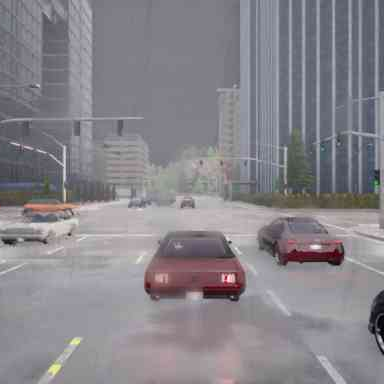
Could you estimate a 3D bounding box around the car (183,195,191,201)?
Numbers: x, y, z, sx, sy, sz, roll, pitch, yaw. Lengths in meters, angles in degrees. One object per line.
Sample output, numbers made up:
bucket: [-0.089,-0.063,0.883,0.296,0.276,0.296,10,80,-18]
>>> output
car: [-1.300,1.553,88.541,1.994,1.385,4.181,0,0,-1]

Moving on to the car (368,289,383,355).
car: [3.608,1.564,3.216,1.994,1.385,4.181,0,0,-1]

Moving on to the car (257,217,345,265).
car: [3.576,1.564,11.627,1.994,1.385,4.181,0,0,0]

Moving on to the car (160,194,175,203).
car: [-4.468,1.505,61.386,1.837,1.490,4.892,0,0,-1]

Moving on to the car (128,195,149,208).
car: [-7.796,1.526,47.443,1.812,1.442,4.674,0,0,1]

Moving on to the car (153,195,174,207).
car: [-4.353,1.547,51.544,2.033,1.411,5.357,0,0,-1]

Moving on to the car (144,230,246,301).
car: [0.070,1.601,8.268,1.895,1.301,4.718,0,0,0]

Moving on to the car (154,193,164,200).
car: [-8.218,1.093,82.885,1.882,1.535,5.008,0,0,-1]

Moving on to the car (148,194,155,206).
car: [-7.914,1.505,56.697,1.837,1.490,4.892,0,0,-1]

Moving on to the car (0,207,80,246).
car: [-6.875,1.601,15.487,1.895,1.301,4.718,0,0,-2]

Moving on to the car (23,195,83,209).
car: [-12.153,1.351,28.974,4.553,1.767,2.097,0,0,-12]

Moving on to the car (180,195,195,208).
car: [-0.620,1.526,48.349,1.812,1.442,4.674,0,0,-1]

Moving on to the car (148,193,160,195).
car: [-8.005,1.221,67.103,2.150,2.045,5.566,0,0,-1]

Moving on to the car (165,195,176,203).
car: [-4.556,1.525,71.826,2.128,1.511,4.902,0,0,-1]

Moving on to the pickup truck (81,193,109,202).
pickup truck: [-21.201,1.059,73.315,2.390,2.098,6.274,0,0,30]
